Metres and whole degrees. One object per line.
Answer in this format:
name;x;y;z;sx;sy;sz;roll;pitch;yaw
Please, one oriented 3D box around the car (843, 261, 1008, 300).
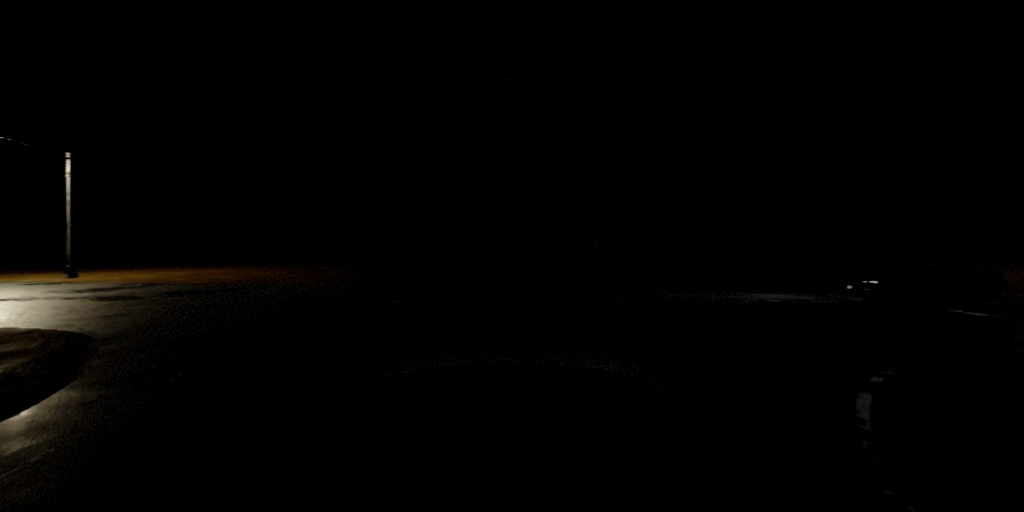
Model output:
car;16.609;0.981;14.670;4.902;1.511;2.128;-1;0;10
